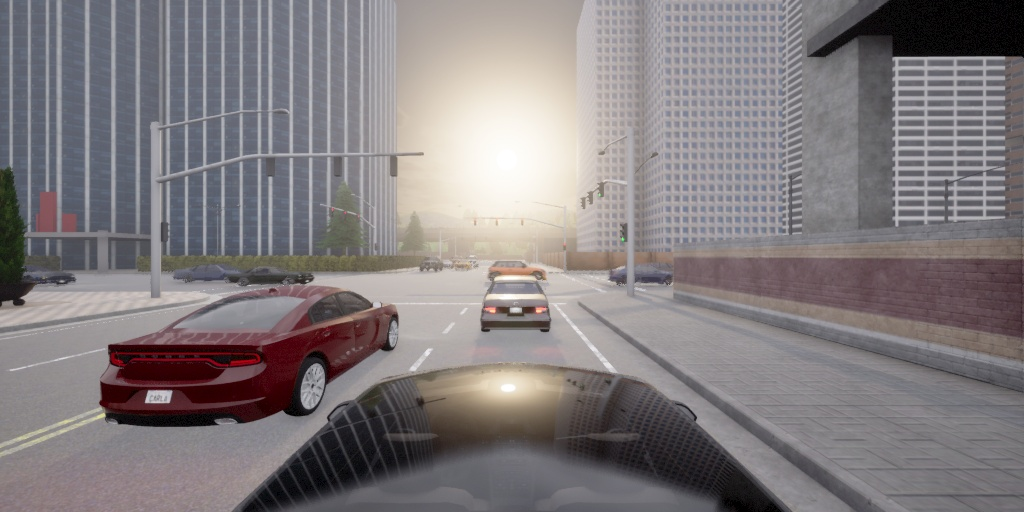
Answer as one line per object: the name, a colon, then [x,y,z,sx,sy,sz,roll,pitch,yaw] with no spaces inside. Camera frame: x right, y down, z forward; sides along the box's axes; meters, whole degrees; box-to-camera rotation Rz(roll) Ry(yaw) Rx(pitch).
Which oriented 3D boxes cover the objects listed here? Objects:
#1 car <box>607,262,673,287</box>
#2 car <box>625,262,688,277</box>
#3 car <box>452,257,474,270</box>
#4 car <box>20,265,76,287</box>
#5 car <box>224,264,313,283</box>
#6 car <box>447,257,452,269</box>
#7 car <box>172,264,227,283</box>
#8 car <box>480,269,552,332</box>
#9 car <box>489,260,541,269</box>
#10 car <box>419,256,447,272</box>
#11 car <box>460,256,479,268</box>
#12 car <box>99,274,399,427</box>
car: [8.773,1.276,24.099,4.674,1.442,1.812,0,0,0]
car: [13.914,1.297,34.780,5.357,1.411,2.033,0,0,0]
car: [-7.061,1.228,52.003,1.882,1.535,5.008,0,0,0]
car: [-32.345,1.297,23.644,5.357,1.411,2.033,0,0,0]
car: [-15.809,1.351,23.780,4.718,1.301,1.895,0,0,-1]
car: [-10.549,1.276,56.936,1.812,1.442,4.674,0,0,0]
car: [-22.428,1.297,27.205,5.357,1.411,2.033,0,0,0]
car: [0.090,1.297,10.801,2.033,1.411,5.357,0,0,0]
car: [0.394,1.102,27.514,4.553,1.767,2.097,0,0,-1]
car: [-10.568,0.972,47.397,2.150,2.045,5.566,0,0,0]
car: [-7.028,0.972,61.844,2.150,2.045,5.566,0,0,0]
car: [-3.440,1.228,5.988,1.882,1.535,5.008,0,0,0]
